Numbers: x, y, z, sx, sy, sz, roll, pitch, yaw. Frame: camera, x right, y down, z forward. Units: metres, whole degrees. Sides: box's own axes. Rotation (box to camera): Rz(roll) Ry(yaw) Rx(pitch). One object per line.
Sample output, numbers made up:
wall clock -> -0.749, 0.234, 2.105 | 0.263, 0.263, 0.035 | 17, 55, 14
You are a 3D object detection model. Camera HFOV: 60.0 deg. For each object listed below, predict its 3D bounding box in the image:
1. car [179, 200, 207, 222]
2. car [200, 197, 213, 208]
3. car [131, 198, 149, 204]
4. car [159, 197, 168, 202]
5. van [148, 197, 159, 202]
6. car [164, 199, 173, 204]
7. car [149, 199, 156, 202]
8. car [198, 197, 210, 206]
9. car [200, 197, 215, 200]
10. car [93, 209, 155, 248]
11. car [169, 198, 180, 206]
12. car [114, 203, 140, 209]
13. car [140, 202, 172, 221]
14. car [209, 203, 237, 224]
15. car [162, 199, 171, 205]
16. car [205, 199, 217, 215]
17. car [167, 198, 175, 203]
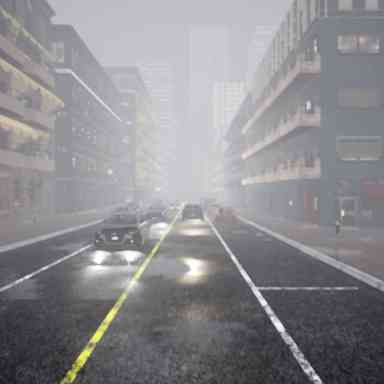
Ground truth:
car -> 0.058, 1.739, 29.567 | 1.882, 1.535, 5.008 | 0, 0, 0
car -> 2.570, 1.853, 60.855 | 2.192, 1.841, 5.009 | -1, -1, 0
car -> -5.725, 1.734, 32.858 | 1.967, 1.590, 4.097 | -1, -1, 0
car -> -5.790, 1.807, 55.266 | 2.192, 1.841, 5.009 | -1, -1, 0
van -> -5.746, 1.734, 44.063 | 1.690, 1.788, 3.998 | -1, -1, 0
car -> -5.848, 2.324, 83.273 | 1.802, 1.307, 4.206 | -1, -1, 0
car -> -5.733, 1.894, 38.459 | 2.008, 1.369, 4.403 | -1, -1, 0
car -> 2.549, 1.952, 72.059 | 2.192, 1.841, 5.009 | -1, -1, 0
car -> 2.590, 1.753, 49.651 | 2.192, 1.841, 5.009 | -1, -1, 0
car -> -3.104, 1.703, 15.483 | 1.994, 1.385, 4.181 | 0, 0, 1
car -> -3.126, 2.112, 63.618 | 2.033, 1.411, 5.357 | 0, -1, 0
car -> -5.713, 1.826, 27.255 | 1.802, 1.307, 4.206 | -1, -1, 0
car -> -3.152, 1.867, 29.846 | 1.895, 1.301, 4.718 | 0, -1, 0
car -> 2.635, 1.822, 27.242 | 1.802, 1.307, 4.206 | -1, -1, 0
car -> -5.838, 2.274, 77.671 | 1.802, 1.307, 4.206 | -1, -1, 0
car -> 2.613, 1.866, 38.616 | 1.752, 1.417, 4.829 | -1, -1, 0
car -> -5.868, 2.393, 94.478 | 2.008, 1.369, 4.403 | -1, -1, 0
